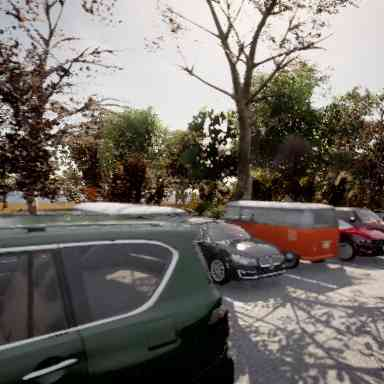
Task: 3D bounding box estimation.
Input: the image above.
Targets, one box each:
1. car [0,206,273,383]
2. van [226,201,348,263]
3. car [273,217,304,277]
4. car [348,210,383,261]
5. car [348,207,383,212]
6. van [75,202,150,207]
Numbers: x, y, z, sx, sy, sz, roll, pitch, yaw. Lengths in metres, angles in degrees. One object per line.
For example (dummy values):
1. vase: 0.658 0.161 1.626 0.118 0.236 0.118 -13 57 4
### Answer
1. car: -2.222 1.217 2.099 5.566 2.045 2.150 1 0 -36
2. van: 2.746 1.335 11.682 1.878 1.987 4.442 1 0 -35
3. car: 0.507 1.536 9.953 2.231 1.521 4.892 1 0 -35
4. car: 5.005 1.585 13.156 2.097 1.535 5.008 1 0 -35
5. car: 7.290 1.485 14.817 2.185 1.767 4.553 1 0 -35
6. van: -1.856 1.284 8.406 1.878 1.987 4.442 1 0 -35
